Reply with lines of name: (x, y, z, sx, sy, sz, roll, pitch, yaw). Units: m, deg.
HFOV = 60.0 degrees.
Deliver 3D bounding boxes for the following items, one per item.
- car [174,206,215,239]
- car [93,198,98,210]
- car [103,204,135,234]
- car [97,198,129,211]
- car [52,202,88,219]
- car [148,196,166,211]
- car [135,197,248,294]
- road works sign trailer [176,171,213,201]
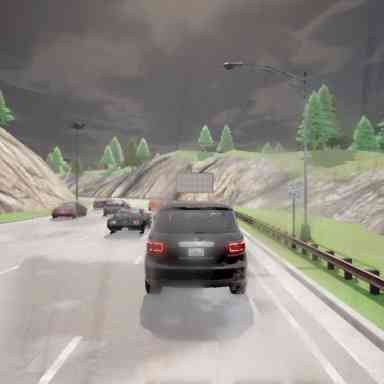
car: (0.111, 1.559, 18.115, 1.994, 1.385, 4.181, 0, 0, -1)
car: (-11.507, 1.478, 42.864, 1.882, 1.535, 5.008, 0, 0, -7)
car: (-3.425, 1.601, 19.209, 1.895, 1.301, 4.718, 0, 0, 0)
car: (-7.082, 1.491, 31.505, 2.128, 1.511, 4.902, 0, 0, -2)
car: (-10.502, 1.563, 28.851, 1.994, 1.385, 4.181, 0, 0, -1)
car: (-4.317, 1.352, 41.407, 2.097, 1.767, 4.553, 0, 0, -6)
car: (0.088, 1.221, 8.898, 2.150, 2.045, 5.566, 0, 0, 0)
road works sign trailer: (0.188, 0.464, 21.612, 2.380, 3.560, 2.880, 0, 0, 0)
